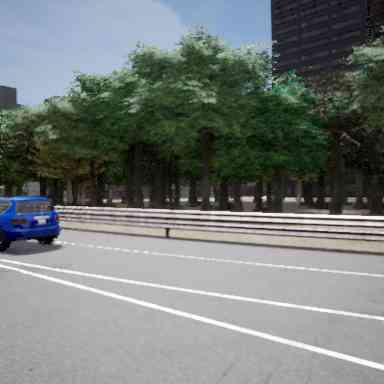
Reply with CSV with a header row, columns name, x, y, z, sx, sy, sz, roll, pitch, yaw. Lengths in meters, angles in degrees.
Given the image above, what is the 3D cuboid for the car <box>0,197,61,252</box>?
name,x,y,z,sx,sy,sz,roll,pitch,yaw
car,-7.999,1.227,14.163,5.566,2.045,2.150,0,0,32
